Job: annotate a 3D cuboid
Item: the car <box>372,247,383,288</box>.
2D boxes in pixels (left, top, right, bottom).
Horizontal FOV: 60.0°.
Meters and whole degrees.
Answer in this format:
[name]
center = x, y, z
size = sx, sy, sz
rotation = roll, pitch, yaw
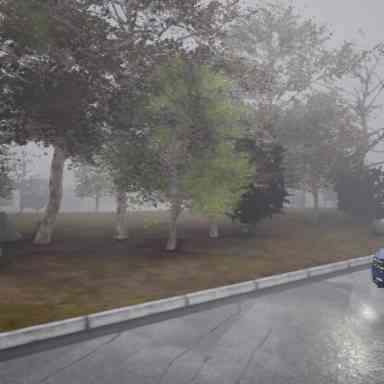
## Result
[car]
center = 6.375, 1.527, 8.207
size = 5.008, 1.535, 1.882
rotation = 0, 0, -35
